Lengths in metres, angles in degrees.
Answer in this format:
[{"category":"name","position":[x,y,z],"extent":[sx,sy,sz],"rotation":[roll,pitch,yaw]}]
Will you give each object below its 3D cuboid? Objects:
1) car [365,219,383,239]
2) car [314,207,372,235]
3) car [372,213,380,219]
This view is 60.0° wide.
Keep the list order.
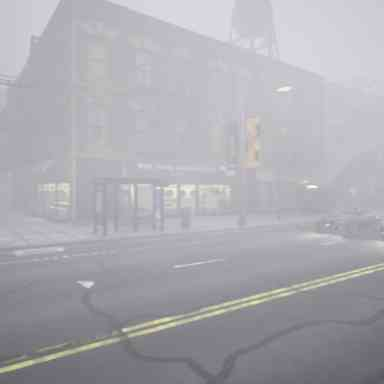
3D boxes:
[{"category":"car","position":[6.808,1.490,8.504],"extent":[4.902,1.511,2.128],"rotation":[0,0,-35]},{"category":"car","position":[8.794,1.556,18.726],"extent":[4.181,1.385,1.994],"rotation":[0,0,-35]},{"category":"car","position":[10.796,1.560,15.854],"extent":[4.181,1.385,1.994],"rotation":[0,0,-35]}]
